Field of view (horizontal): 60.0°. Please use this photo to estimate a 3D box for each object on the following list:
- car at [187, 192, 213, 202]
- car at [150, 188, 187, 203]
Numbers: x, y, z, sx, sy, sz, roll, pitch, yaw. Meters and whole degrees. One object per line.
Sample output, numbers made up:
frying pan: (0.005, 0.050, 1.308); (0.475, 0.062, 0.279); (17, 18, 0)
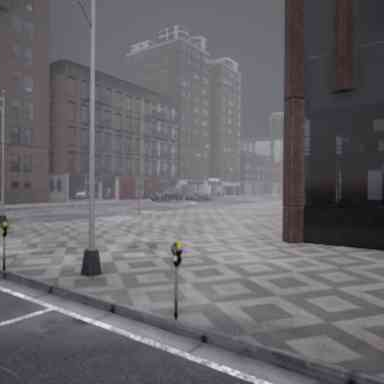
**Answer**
car: (1.121, 0.781, 49.931); (2.033, 1.411, 5.357); (1, 1, 36)
car: (-3.694, 0.469, 48.823); (2.150, 2.045, 5.566); (1, 1, 36)
